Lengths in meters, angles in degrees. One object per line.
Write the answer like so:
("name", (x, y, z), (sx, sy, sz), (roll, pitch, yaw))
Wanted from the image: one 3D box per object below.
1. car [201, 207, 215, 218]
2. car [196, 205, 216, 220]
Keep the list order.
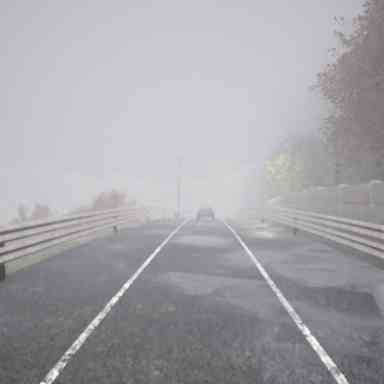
("car", (2.383, 3.004, 48.227), (1.812, 1.442, 4.674), (0, -4, 5))
("car", (1.465, 2.177, 35.314), (2.128, 1.511, 4.902), (0, -3, 4))
